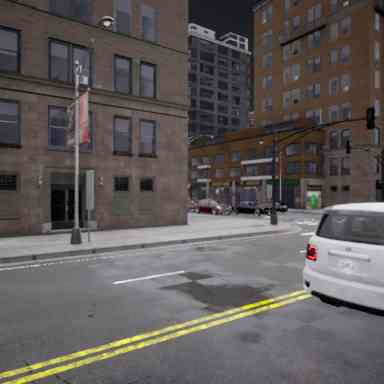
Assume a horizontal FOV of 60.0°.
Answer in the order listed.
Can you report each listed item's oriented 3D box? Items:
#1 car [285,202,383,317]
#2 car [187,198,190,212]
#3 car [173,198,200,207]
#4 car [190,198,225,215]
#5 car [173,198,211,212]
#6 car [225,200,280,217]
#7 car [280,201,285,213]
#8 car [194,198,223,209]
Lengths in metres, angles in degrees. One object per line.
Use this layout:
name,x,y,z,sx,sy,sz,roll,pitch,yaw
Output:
car,4.605,1.221,6.728,5.566,2.045,2.150,0,0,-36
car,-1.111,1.418,36.786,1.967,1.590,4.097,0,0,-35
car,-0.919,1.574,50.418,1.947,1.339,4.313,0,0,-35
car,2.070,1.420,32.286,1.967,1.590,4.097,0,0,-35
car,-0.074,1.479,39.716,2.128,1.511,4.902,0,0,-35
car,5.661,1.591,31.601,1.895,1.301,4.718,0,0,-35
car,8.623,1.576,36.917,1.947,1.339,4.313,0,0,-35
car,2.261,1.590,45.918,1.802,1.307,4.206,0,0,-35
